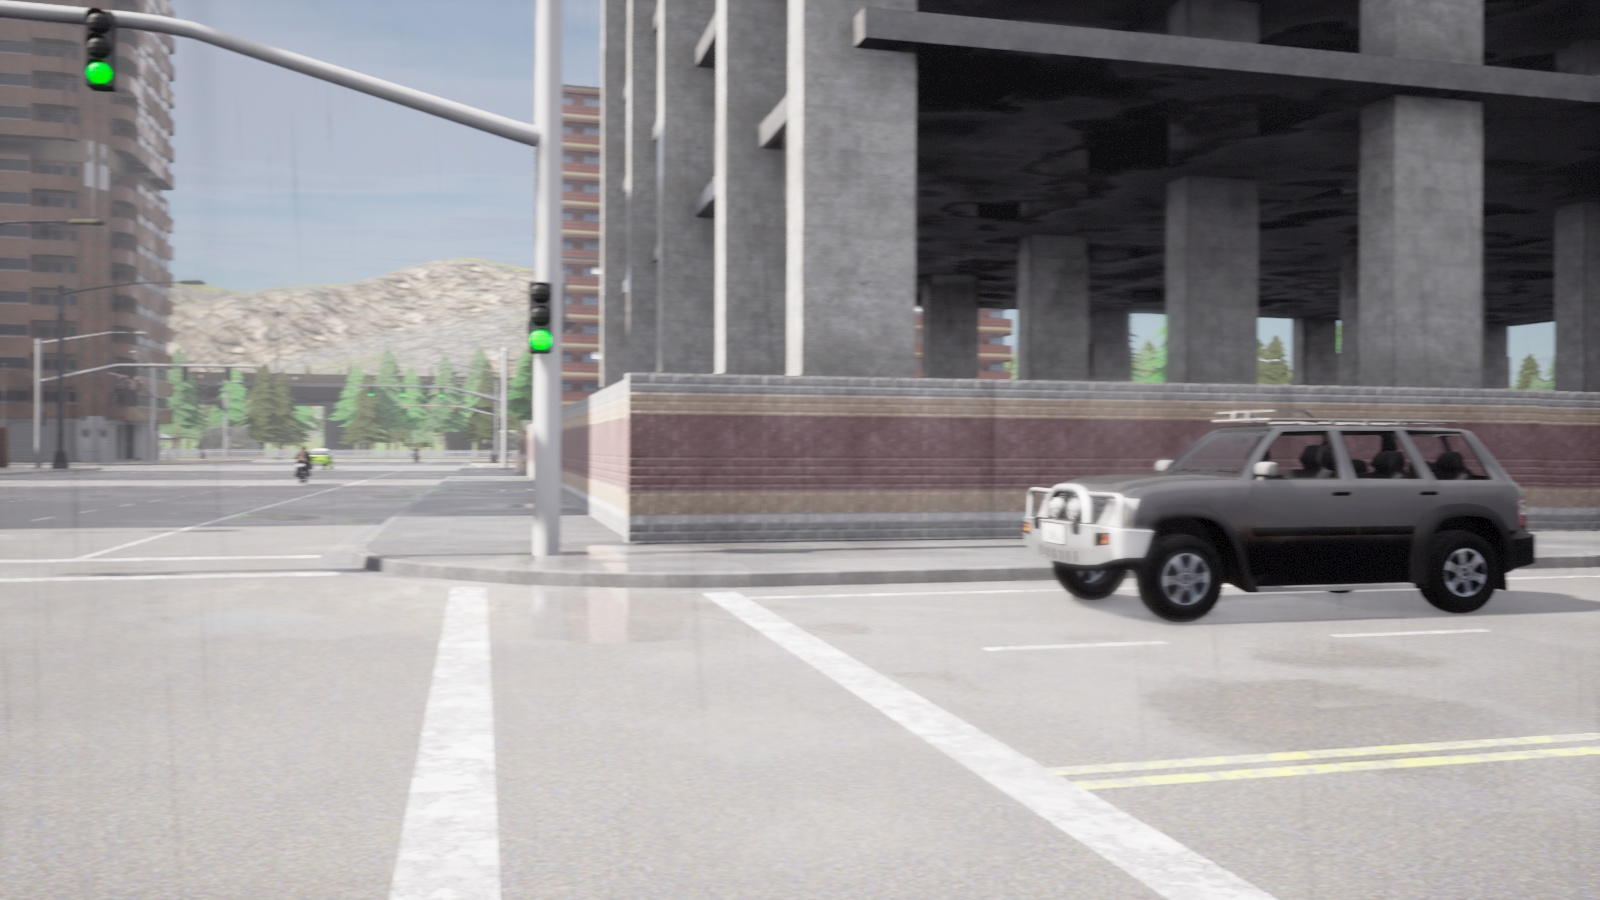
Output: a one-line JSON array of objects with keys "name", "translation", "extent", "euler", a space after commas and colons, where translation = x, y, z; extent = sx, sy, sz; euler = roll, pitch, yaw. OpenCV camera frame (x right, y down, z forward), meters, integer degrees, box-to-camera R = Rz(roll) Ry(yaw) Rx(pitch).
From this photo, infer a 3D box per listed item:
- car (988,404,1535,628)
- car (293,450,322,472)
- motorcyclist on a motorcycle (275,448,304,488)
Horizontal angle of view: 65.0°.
[{"name": "car", "translation": [4.312, 0.546, 11.947], "extent": [4.605, 1.855, 1.932], "euler": [0, 0, -15]}, {"name": "car", "translation": [-31.531, 0.708, 80.401], "extent": [1.481, 1.376, 2.207], "euler": [0, 0, -14]}, {"name": "motorcyclist on a motorcycle", "translation": [-19.777, 0.671, 48.660], "extent": [0.797, 1.523, 2.044], "euler": [0, 0, -15]}]
